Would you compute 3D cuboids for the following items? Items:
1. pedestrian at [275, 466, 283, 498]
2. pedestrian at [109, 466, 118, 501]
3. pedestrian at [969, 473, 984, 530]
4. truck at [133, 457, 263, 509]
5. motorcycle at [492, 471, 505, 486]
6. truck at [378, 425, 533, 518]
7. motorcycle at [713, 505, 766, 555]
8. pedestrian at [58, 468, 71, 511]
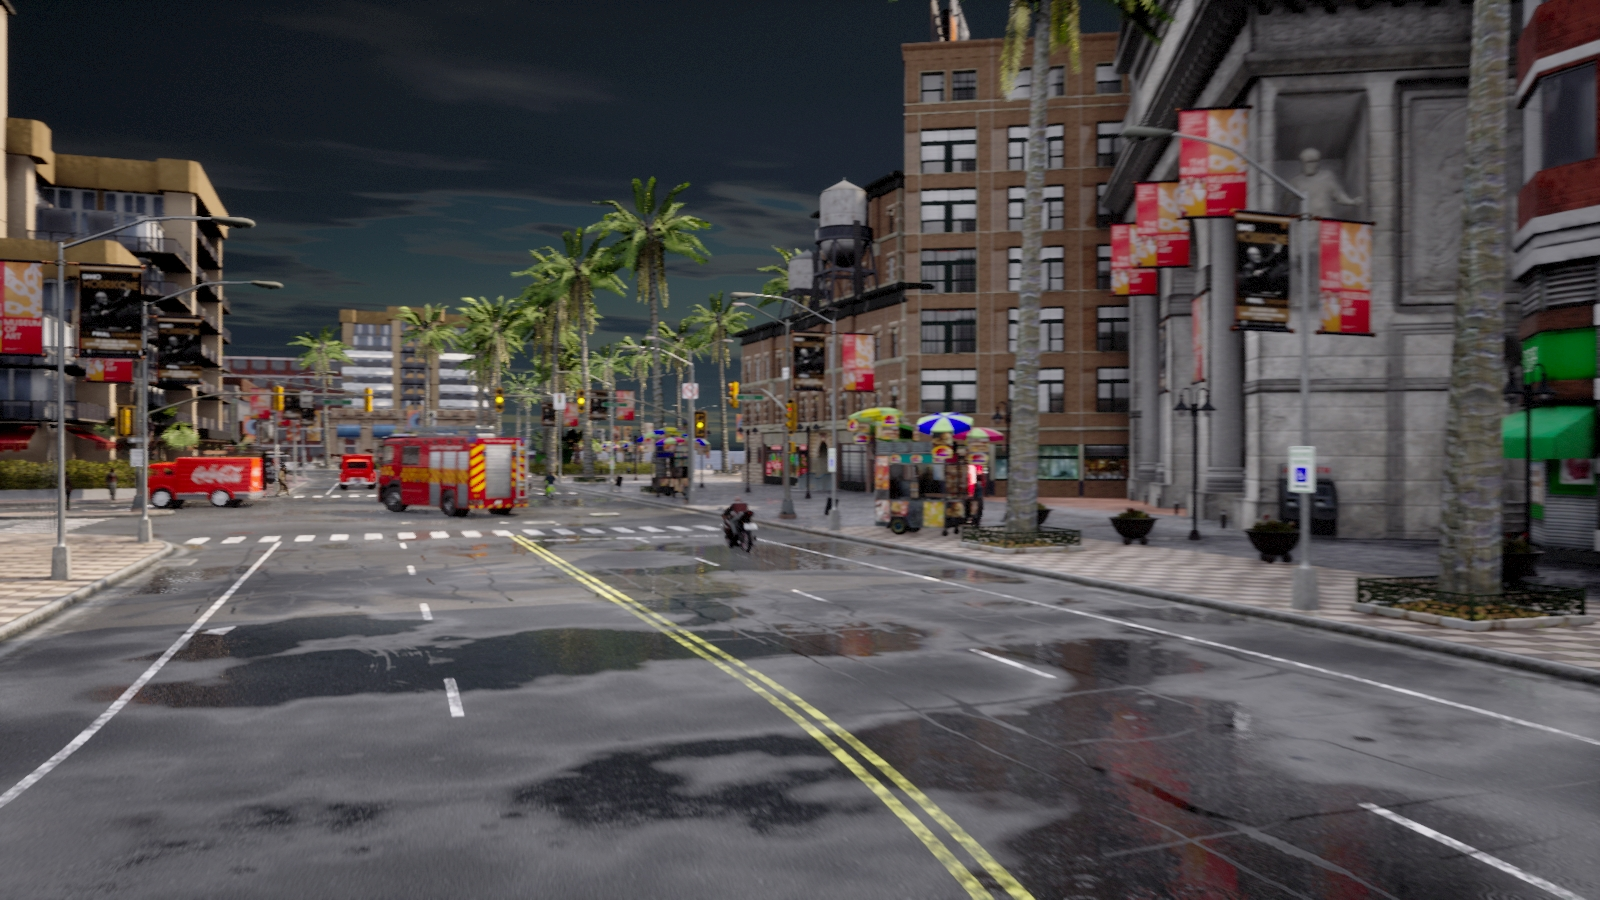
[{"bbox_3d":[-30.759,1.877,67.482,0.375,1.860,0.375,0,0,-29],"label":"pedestrian"},{"bbox_3d":[-35.988,1.747,59.876,0.375,1.860,0.375,0,0,-38],"label":"pedestrian"},{"bbox_3d":[5.847,1.692,37.857,0.375,1.860,0.375,0,0,26],"label":"pedestrian"},{"bbox_3d":[-29.692,1.594,56.575,5.204,2.467,2.627,0,0,-13],"label":"truck"},{"bbox_3d":[-23.931,2.234,90.542,0.803,1.145,2.033,0,0,-21],"label":"motorcycle"},{"bbox_3d":[-15.511,0.904,51.030,8.468,3.827,2.891,0,0,44],"label":"truck"},{"bbox_3d":[-1.714,2.206,31.960,0.867,1.251,2.209,0,0,-21],"label":"motorcycle"},{"bbox_3d":[-32.189,1.733,50.028,0.375,1.860,0.375,0,0,-15],"label":"pedestrian"}]
